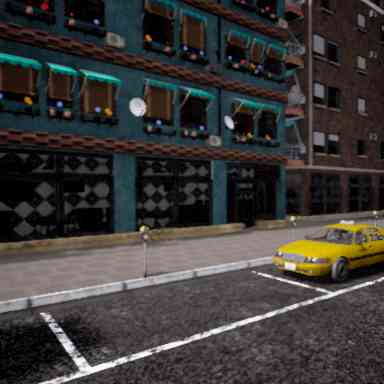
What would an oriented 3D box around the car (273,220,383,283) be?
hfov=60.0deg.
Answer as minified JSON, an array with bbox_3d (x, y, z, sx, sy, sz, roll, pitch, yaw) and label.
[{"bbox_3d":[4.421,1.535,9.721,4.829,1.417,1.752,0,0,-36],"label":"car"}]
